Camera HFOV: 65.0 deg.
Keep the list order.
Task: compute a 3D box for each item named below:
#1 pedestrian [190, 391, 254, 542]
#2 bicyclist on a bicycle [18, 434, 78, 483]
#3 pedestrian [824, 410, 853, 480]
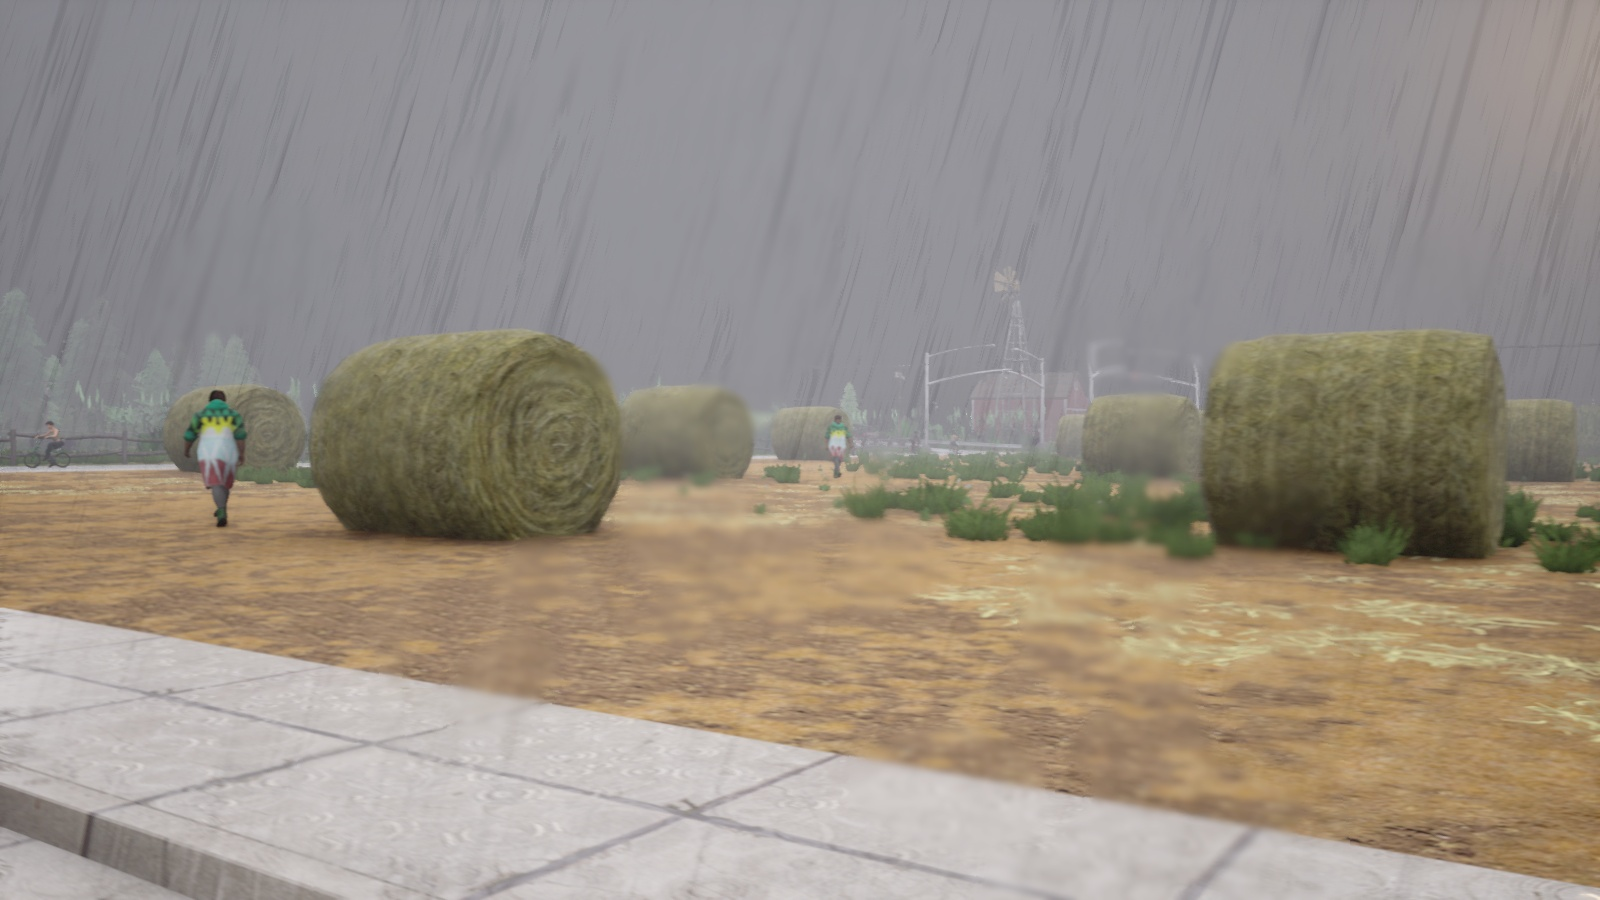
[{"bbox_3d":[-7.716,0.205,16.755,0.659,1.952,0.873,-1,1,-31],"label":"pedestrian"},{"bbox_3d":[-25.740,0.279,42.991,0.866,1.612,1.509,0,1,37],"label":"bicyclist on a bicycle"},{"bbox_3d":[1.083,-0.139,35.579,0.659,1.952,0.873,-1,1,-8],"label":"pedestrian"}]
